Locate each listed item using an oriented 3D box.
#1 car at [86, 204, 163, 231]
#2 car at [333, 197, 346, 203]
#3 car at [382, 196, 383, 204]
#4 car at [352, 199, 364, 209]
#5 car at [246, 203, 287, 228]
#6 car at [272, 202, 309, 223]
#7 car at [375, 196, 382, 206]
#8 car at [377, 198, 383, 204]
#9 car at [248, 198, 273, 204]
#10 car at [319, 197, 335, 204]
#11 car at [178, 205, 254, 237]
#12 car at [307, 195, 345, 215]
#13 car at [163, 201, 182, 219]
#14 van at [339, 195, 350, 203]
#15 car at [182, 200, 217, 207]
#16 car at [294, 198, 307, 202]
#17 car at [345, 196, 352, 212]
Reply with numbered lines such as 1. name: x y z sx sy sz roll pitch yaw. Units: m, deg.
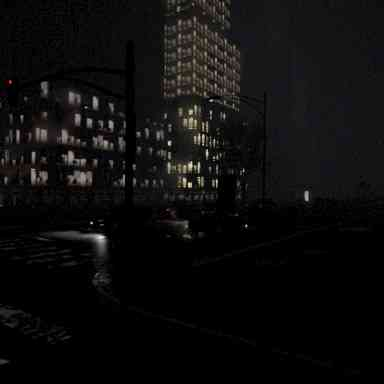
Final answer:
1. car: -4.337 1.548 21.088 1.837 1.490 4.892 1 0 36
2. car: 34.748 1.861 78.344 1.752 1.417 4.829 1 0 36
3. car: 41.592 1.783 73.502 2.192 1.841 5.009 1 0 36
4. car: 25.096 1.773 51.180 1.967 1.590 4.097 1 0 36
5. car: 4.775 1.736 23.465 1.947 1.339 4.313 1 0 36
6. car: 8.031 1.778 27.873 1.802 1.307 4.206 1 0 36
7. car: 35.093 1.940 64.710 1.752 1.417 4.829 1 0 36
8. car: 44.888 2.047 77.967 2.008 1.369 4.403 1 0 36
9. car: 7.744 1.492 37.413 2.097 1.767 4.553 1 0 37
10. car: 28.251 1.848 69.552 1.947 1.339 4.313 1 0 36
11. car: 1.517 1.696 19.056 2.008 1.369 4.403 1 0 36
12. car: 15.269 1.569 37.738 2.192 1.841 5.009 1 0 36
13. car: -1.541 1.480 29.450 1.967 1.590 4.097 1 0 36
14. van: 38.150 1.705 82.945 1.690 1.788 3.998 1 0 36
15. car: 1.659 1.568 29.198 1.882 1.535 5.008 1 0 36
16. car: 18.253 1.726 56.023 1.752 1.417 4.829 1 0 36
17. car: 18.540 1.720 42.223 1.967 1.590 4.097 1 0 36
